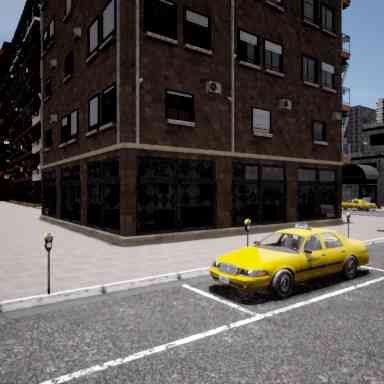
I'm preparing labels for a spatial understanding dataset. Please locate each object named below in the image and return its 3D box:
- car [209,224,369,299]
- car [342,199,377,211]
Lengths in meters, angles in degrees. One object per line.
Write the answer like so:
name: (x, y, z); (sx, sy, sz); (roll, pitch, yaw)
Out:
car: (2.638, 1.525, 8.454); (4.829, 1.417, 1.752); (0, 0, -36)
car: (19.289, 1.469, 39.688); (1.752, 1.417, 4.829); (0, 0, -35)
